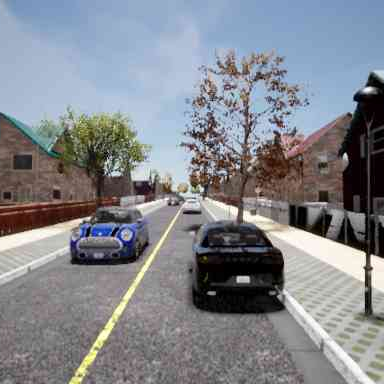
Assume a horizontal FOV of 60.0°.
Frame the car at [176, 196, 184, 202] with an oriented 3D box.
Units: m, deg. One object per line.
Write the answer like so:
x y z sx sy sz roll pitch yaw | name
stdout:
-2.872 1.615 81.411 1.812 1.442 4.674 0 0 0 | car

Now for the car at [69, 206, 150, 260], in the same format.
-2.867 1.357 12.432 2.097 1.767 4.553 0 0 0 | car

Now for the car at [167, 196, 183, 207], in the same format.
-2.917 1.527 53.260 2.128 1.511 4.902 0 0 0 | car

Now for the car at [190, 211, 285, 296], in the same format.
0.951 1.481 8.675 1.882 1.535 5.008 0 0 0 | car

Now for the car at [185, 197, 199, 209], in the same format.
-0.017 1.507 47.196 1.882 1.535 5.008 0 0 0 | car

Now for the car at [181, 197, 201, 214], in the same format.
0.017 1.546 36.161 1.812 1.442 4.674 0 0 0 | car
